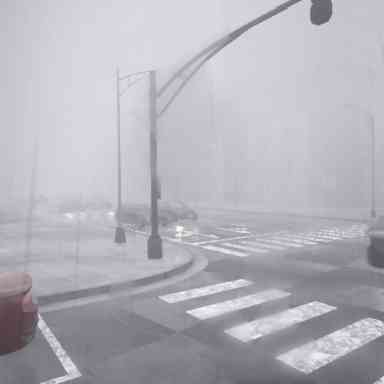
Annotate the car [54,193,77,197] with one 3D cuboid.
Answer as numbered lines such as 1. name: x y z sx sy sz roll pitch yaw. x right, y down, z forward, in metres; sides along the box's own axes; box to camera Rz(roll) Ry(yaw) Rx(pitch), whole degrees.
1. car: -19.400 0.766 49.859 2.033 1.411 5.357 -1 1 -36

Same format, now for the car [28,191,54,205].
1. car: -22.043 1.004 47.972 2.033 1.411 5.357 -1 1 -36

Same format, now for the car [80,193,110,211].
1. car: -10.561 1.085 37.337 2.097 1.767 4.553 -1 1 -35

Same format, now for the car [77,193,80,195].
1. car: -22.843 0.924 66.041 1.812 1.442 4.674 -1 1 -36

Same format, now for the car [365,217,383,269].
1. car: 6.705 1.473 7.582 1.882 1.535 5.008 0 0 -36

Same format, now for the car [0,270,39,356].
1. car: -4.179 1.545 3.677 4.507 1.381 1.887 0 -1 -36

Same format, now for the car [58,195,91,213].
1. car: -12.392 1.356 34.309 1.994 1.385 4.181 -1 1 -35

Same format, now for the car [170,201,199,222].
1. car: -1.427 1.386 24.531 1.812 1.442 4.674 -1 1 -35

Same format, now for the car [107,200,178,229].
1. car: -3.357 1.465 21.650 2.033 1.411 5.357 -1 1 -36
